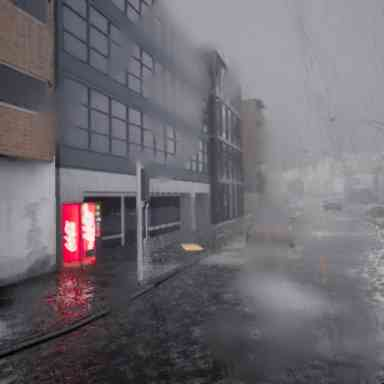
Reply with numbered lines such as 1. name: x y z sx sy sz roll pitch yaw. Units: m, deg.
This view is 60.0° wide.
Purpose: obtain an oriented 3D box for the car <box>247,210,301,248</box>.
1. car: 3.868 1.742 15.709 1.994 1.385 4.181 -1 -1 20

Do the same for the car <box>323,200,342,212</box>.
1. car: 18.913 1.855 44.568 1.837 1.490 4.892 -1 -1 20

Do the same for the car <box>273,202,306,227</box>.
1. car: 7.281 1.611 25.028 2.097 1.767 4.553 -1 -1 20

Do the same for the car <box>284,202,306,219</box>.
1. car: 10.706 1.817 34.325 1.882 1.535 5.008 -1 -1 20

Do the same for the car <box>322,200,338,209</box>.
1. car: 22.442 1.982 54.207 2.033 1.411 5.357 -1 -1 20
